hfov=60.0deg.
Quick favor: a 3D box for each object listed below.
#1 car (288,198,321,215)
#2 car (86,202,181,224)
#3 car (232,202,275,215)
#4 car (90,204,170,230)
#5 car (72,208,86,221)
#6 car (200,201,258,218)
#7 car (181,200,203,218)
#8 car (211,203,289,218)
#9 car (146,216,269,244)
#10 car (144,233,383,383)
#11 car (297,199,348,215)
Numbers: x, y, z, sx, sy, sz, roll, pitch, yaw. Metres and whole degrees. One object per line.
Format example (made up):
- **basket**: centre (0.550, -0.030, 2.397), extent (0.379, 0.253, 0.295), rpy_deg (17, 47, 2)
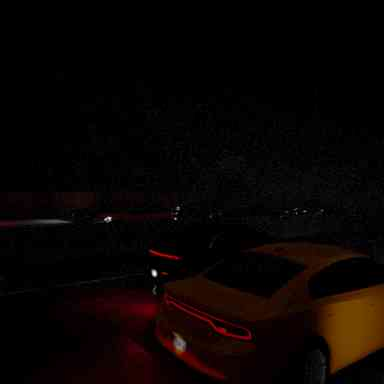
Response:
- **car**: centre (11.272, 1.607, 33.576), extent (5.566, 2.045, 2.150), rpy_deg (1, -1, -38)
- **car**: centre (-3.246, 1.461, 18.775), extent (4.553, 1.767, 2.097), rpy_deg (1, -1, -35)
- **car**: centre (7.331, 1.935, 39.396), extent (5.357, 1.411, 2.033), rpy_deg (1, -1, -38)
- **car**: centre (-4.092, 1.606, 22.444), extent (5.008, 1.535, 1.882), rpy_deg (1, -1, -35)
- **car**: centre (-7.724, 1.640, 28.452), extent (4.892, 1.490, 1.837), rpy_deg (1, -1, -35)
- **car**: centre (3.476, 1.746, 27.842), extent (4.902, 1.511, 2.128), rpy_deg (1, -1, -35)
- **car**: centre (-0.275, 1.611, 33.765), extent (4.553, 1.767, 2.097), rpy_deg (1, -1, -35)
- **car**: centre (4.294, 1.782, 24.126), extent (5.357, 1.411, 2.033), rpy_deg (1, -1, -35)
- **car**: centre (1.132, 1.586, 8.852), extent (4.892, 1.490, 1.837), rpy_deg (1, 0, -35)
- **car**: centre (1.883, 1.537, 5.088), extent (5.008, 1.535, 1.882), rpy_deg (1, 0, -35)
- **car**: centre (11.919, 1.714, 29.622), extent (4.553, 1.767, 2.097), rpy_deg (1, -1, -35)
